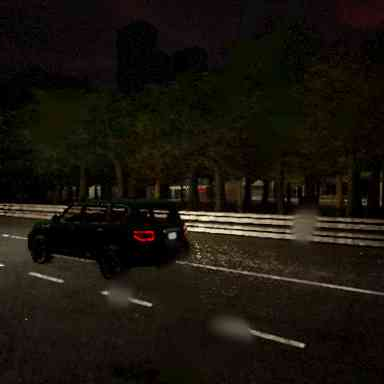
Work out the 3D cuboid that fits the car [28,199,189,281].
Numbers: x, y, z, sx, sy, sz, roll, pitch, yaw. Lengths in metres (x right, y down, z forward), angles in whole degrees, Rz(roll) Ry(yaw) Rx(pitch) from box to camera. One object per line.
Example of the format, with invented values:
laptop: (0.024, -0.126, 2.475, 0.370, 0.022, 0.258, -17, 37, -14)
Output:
car: (-2.685, 1.222, 10.084, 5.566, 2.045, 2.150, 0, 0, 36)
